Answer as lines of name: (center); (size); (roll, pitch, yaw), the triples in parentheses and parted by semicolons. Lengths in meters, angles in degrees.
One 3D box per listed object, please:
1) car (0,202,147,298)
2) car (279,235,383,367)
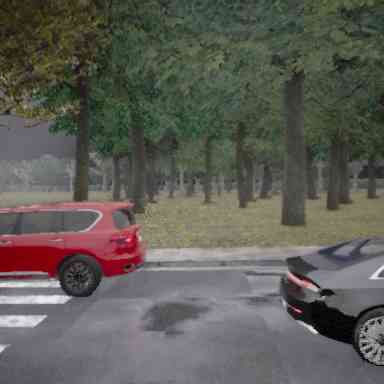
car: (-3.948, 1.313, 8.351); (5.566, 2.045, 2.150); (-1, 1, 3)
car: (3.828, 1.419, 4.993); (4.902, 1.511, 2.128); (-1, 1, 3)
